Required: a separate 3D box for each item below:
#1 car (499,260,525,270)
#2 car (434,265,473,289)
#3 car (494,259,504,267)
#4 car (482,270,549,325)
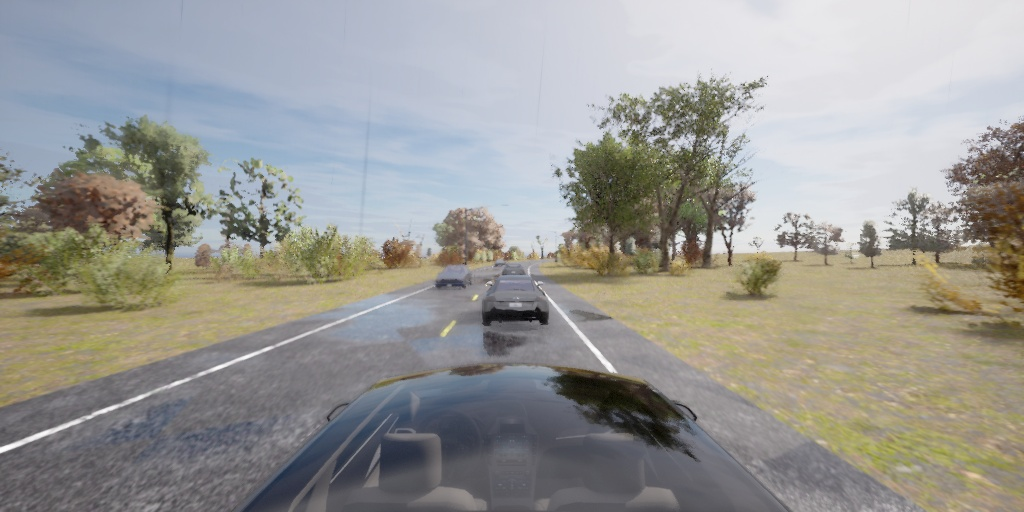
[{"bbox_3d":[0.164,1.317,31.925,1.994,1.385,4.181,0,0,1],"label":"car"},{"bbox_3d":[-3.592,1.300,23.157,2.033,1.411,5.357,0,0,0],"label":"car"},{"bbox_3d":[-2.056,1.273,64.188,1.812,1.442,4.674,0,0,5],"label":"car"},{"bbox_3d":[0.101,1.315,11.854,1.994,1.385,4.181,0,0,0],"label":"car"}]
